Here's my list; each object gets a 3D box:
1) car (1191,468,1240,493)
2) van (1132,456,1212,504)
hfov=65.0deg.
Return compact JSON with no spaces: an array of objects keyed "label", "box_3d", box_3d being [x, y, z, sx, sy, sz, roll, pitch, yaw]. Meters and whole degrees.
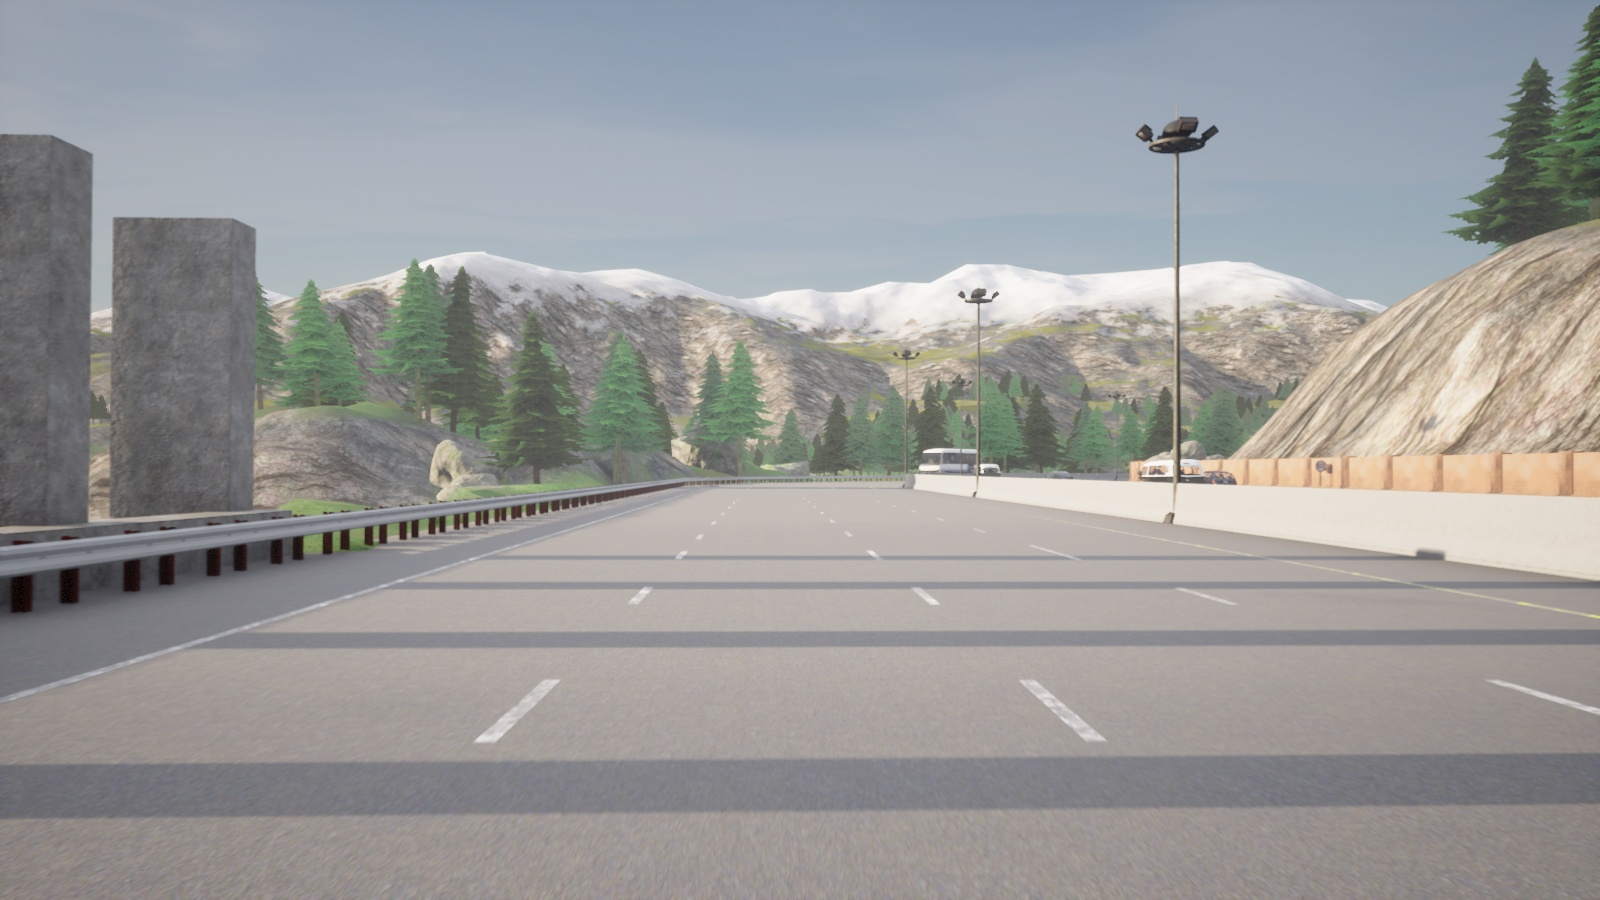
[{"label":"car","box_3d":[26.197,1.895,79.304,1.789,1.549,3.705,0,-1,-1]},{"label":"van","box_3d":[16.304,1.311,55.237,2.069,2.038,4.480,0,-1,-1]}]
